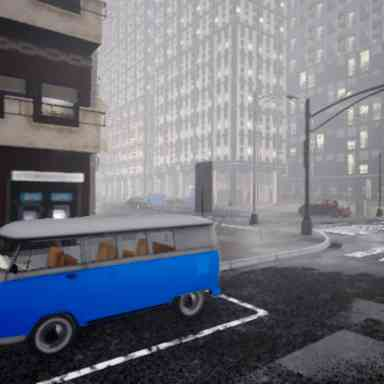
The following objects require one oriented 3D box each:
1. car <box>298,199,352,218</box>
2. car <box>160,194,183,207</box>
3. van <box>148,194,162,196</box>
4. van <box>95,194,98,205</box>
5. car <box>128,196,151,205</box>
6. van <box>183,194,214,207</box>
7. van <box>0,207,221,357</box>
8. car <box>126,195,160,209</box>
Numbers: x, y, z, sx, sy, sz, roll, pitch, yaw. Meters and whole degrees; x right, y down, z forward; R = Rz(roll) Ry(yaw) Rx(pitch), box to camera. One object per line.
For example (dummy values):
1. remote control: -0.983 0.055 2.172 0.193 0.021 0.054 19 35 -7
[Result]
1. car: 10.871 1.263 27.570 1.967 1.590 4.097 1 0 -35
2. car: -2.203 1.343 45.998 2.008 1.369 4.403 1 0 -35
3. van: -5.469 1.127 50.606 1.690 1.788 3.998 1 0 -35
4. van: -15.573 1.039 50.364 1.690 1.788 3.998 1 0 -35
5. car: -8.740 1.345 55.212 1.947 1.339 4.313 1 0 -35
6. van: 1.067 1.141 41.392 1.690 1.788 3.998 1 0 -35
7. van: -1.370 1.322 5.727 3.998 1.788 1.690 -1 2 -35
8. car: -5.770 1.268 36.542 2.008 1.369 4.403 1 0 -35
